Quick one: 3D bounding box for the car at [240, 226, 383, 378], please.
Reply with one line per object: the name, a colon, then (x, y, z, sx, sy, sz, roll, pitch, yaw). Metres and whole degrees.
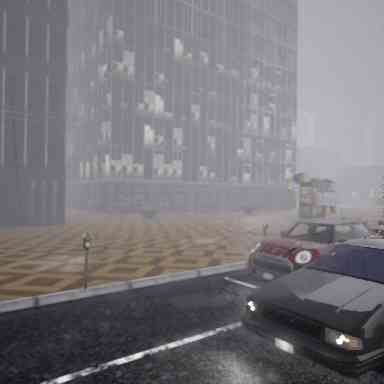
car: (3.331, 1.563, 5.754, 5.357, 1.411, 2.033, 0, 0, -35)

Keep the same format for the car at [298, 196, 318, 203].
car: (27.529, 1.843, 78.737, 1.967, 1.590, 4.097, 1, -1, -35)

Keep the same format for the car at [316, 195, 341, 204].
car: (30.719, 1.692, 74.194, 2.192, 1.841, 5.009, 1, -1, -35)

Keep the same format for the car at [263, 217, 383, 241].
car: (3.422, 1.460, 8.952, 4.097, 1.590, 1.967, 0, 1, -35)
